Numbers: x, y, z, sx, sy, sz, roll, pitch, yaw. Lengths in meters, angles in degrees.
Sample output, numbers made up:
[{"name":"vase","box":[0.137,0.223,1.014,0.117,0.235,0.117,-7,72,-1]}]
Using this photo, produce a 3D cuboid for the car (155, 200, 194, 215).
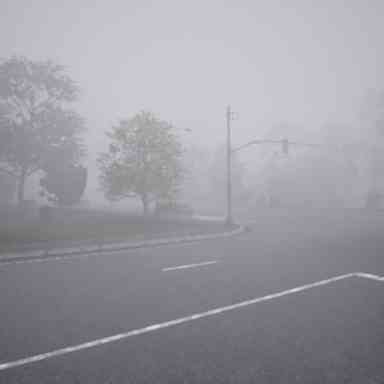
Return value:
[{"name":"car","box":[-1.774,1.452,32.892,2.128,1.511,4.902,-1,0,-38]}]

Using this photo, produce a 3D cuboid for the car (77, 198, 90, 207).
[{"name":"car","box":[-17.923,1.377,53.003,2.097,1.767,4.553,-1,0,-39]}]
